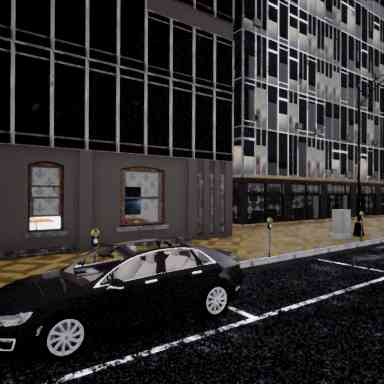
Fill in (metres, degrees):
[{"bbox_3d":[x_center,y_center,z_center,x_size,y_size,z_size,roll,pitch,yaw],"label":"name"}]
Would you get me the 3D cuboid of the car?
[{"bbox_3d":[-1.045,1.551,5.806,4.403,1.369,2.008,0,0,-35],"label":"car"}]
